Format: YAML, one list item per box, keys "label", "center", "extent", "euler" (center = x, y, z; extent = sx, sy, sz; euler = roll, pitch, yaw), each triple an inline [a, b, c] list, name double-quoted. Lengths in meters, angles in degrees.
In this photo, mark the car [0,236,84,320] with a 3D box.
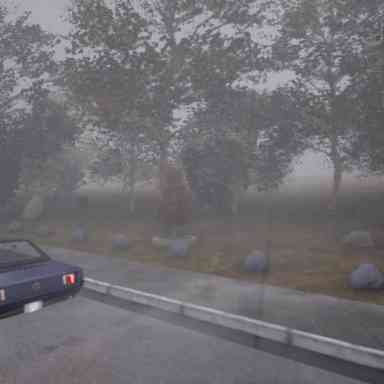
- label: "car"
  center: [-4.370, 1.560, 6.684]
  extent: [4.718, 1.301, 1.895]
  euler: [0, 0, 36]
